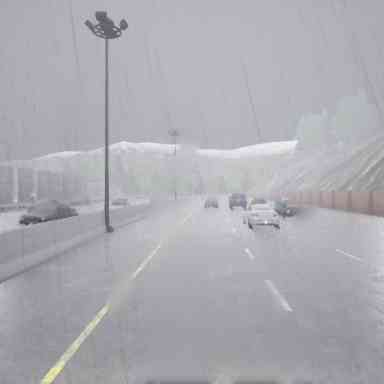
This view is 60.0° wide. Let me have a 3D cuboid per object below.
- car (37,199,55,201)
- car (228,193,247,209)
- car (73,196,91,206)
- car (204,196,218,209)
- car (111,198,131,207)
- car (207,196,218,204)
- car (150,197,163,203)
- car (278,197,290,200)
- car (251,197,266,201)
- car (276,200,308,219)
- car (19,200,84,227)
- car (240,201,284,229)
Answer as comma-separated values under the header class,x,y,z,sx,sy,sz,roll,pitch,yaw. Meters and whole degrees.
class,x,y,z,sx,sy,sz,roll,pitch,yaw
car,-15.829,1.506,35.933,1.837,1.490,4.892,0,0,4
car,6.106,1.219,44.469,2.150,2.045,5.566,0,0,5
car,-17.892,1.502,53.632,1.837,1.490,4.892,0,1,5
car,2.741,1.601,46.322,1.895,1.301,4.718,0,0,4
car,-11.095,1.564,51.729,1.994,1.385,4.181,0,0,4
car,3.951,1.547,64.213,2.033,1.411,5.357,0,0,4
car,-6.760,1.601,63.475,1.895,1.301,4.718,0,0,4
car,13.464,1.526,48.872,1.812,1.442,4.674,0,0,5
car,10.052,1.502,50.147,1.837,1.490,4.892,0,-1,4
car,8.361,1.600,28.395,1.895,1.301,4.718,0,0,4
car,-9.702,1.548,23.072,2.033,1.411,5.357,0,0,3
car,4.429,1.526,21.615,1.812,1.442,4.674,0,0,3
